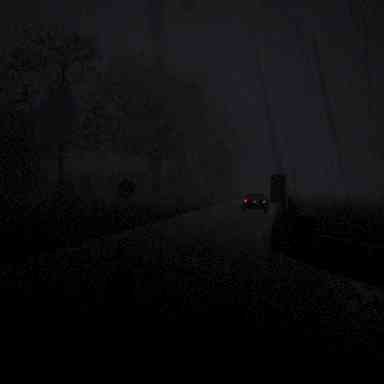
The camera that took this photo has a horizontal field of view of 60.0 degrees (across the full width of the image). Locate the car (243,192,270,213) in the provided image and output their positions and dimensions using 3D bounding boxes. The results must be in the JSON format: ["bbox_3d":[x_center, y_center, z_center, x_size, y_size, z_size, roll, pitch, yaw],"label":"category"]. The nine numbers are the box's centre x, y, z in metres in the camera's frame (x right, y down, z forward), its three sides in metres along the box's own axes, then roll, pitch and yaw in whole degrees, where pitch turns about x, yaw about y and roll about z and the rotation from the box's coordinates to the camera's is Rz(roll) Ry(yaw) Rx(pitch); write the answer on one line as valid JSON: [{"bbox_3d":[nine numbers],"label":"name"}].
[{"bbox_3d":[5.870,0.819,30.049,2.097,1.767,4.553,2,1,15],"label":"car"}]
